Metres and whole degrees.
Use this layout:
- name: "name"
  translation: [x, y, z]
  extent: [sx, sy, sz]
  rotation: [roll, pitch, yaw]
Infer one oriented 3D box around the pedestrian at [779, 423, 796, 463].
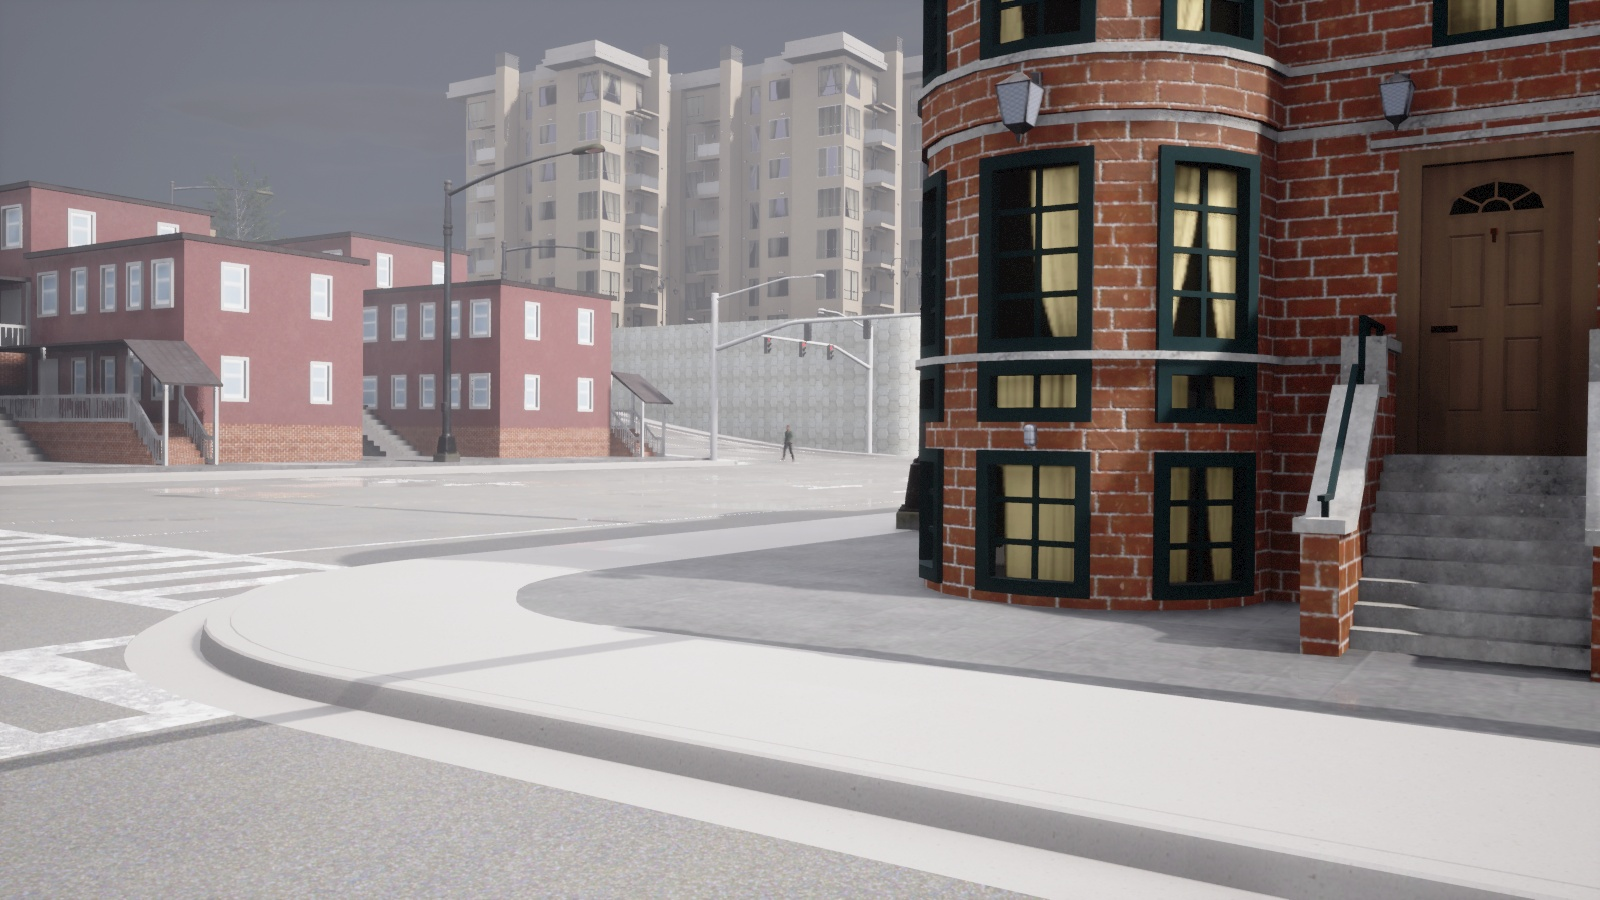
- name: "pedestrian"
  translation: [-0.614, -0.349, 61.568]
  extent: [0.423, 1.949, 0.788]
  rotation: [0, 1, 34]
